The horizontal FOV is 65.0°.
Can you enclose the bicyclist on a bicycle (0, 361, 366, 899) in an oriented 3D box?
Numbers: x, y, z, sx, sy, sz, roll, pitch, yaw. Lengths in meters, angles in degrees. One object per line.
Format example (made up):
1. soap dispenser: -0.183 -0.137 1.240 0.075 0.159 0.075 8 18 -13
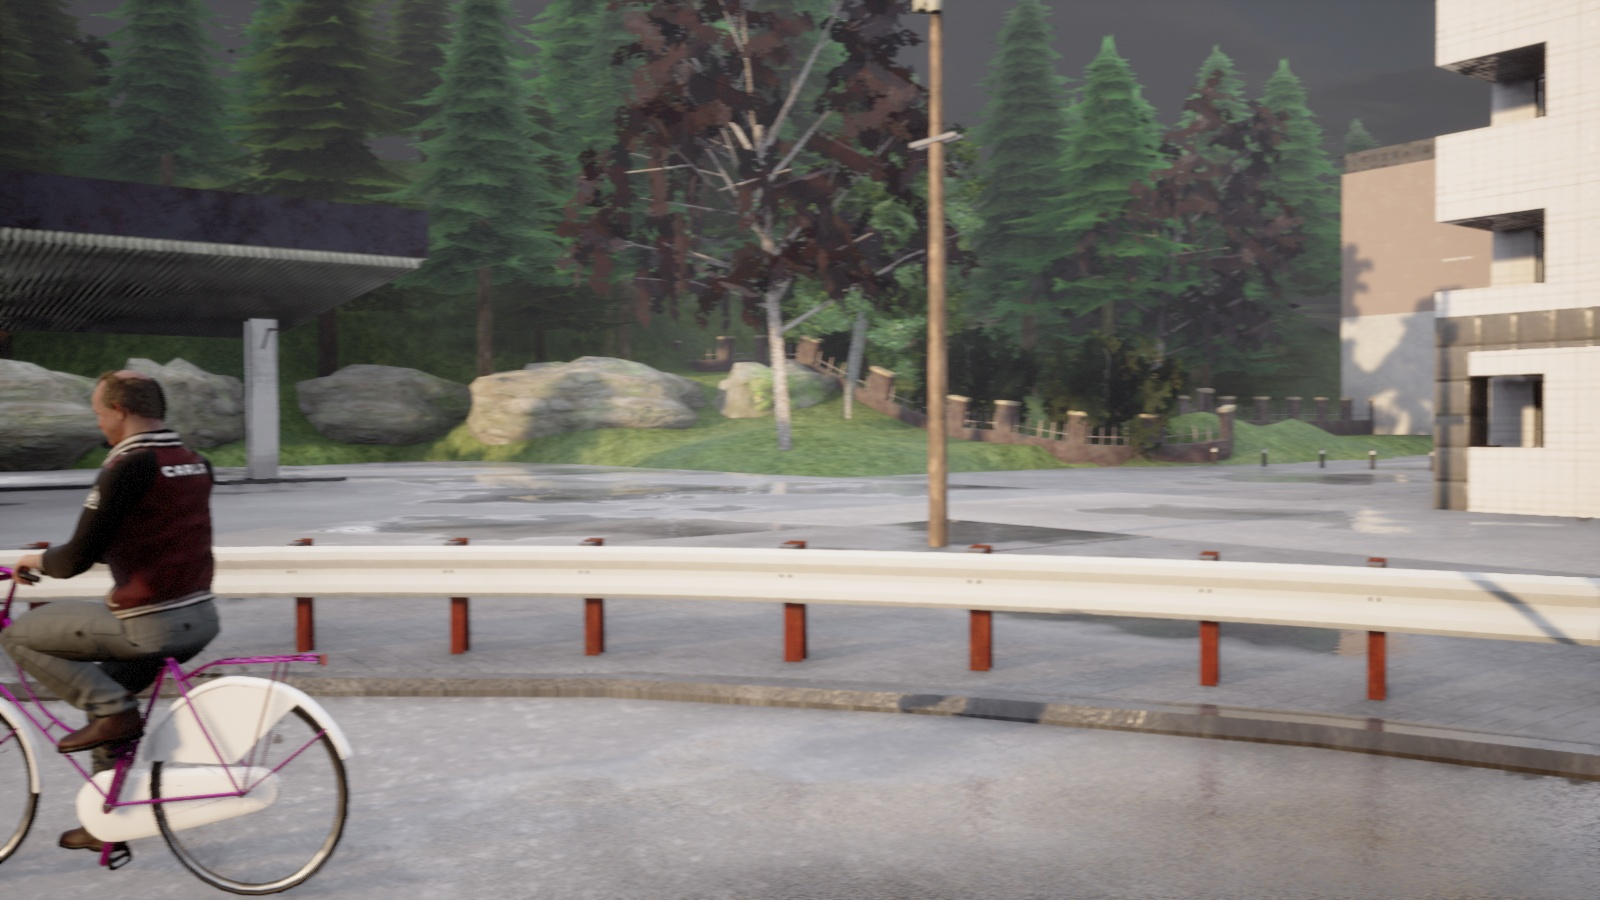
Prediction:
1. bicyclist on a bicycle: -2.505 0.600 4.236 1.843 1.776 0.659 0 3 7
